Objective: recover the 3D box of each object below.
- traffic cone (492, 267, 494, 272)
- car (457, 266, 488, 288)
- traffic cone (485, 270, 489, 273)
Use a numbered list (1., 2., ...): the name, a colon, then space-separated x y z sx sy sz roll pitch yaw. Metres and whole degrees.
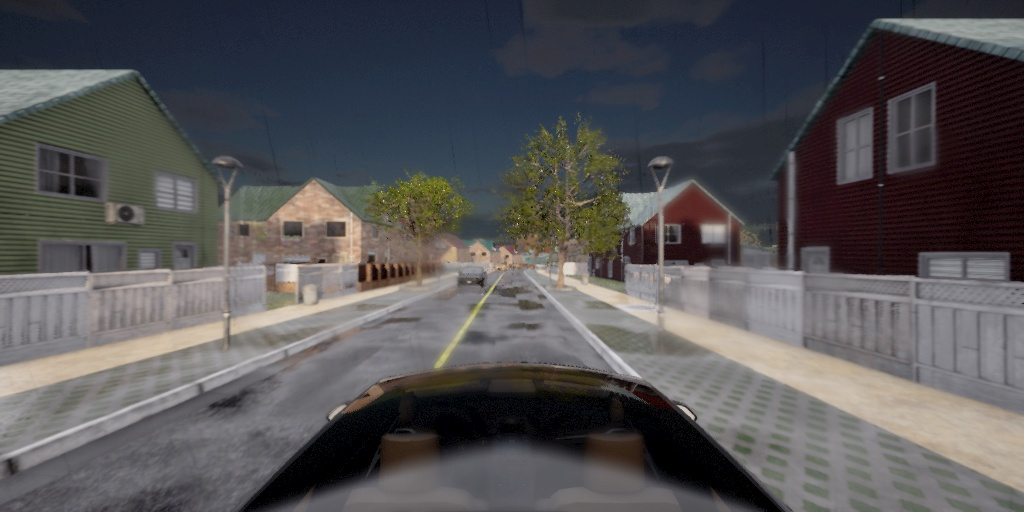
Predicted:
1. traffic cone: -3.665 2.546 61.842 0.340 0.580 0.340 0 0 2
2. car: -2.847 1.508 26.586 1.882 1.535 5.008 0 -1 0
3. traffic cone: -3.850 2.372 51.749 0.340 0.580 0.340 0 0 0
